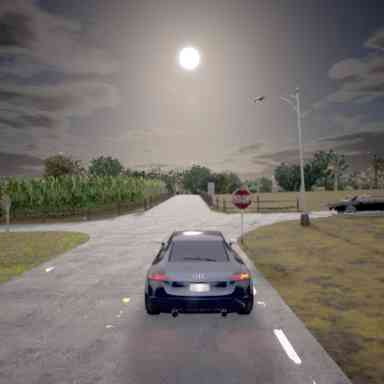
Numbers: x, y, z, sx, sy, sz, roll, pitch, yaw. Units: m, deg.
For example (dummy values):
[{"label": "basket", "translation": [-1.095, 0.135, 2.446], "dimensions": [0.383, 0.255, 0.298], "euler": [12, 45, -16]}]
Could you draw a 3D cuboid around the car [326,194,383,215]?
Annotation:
[{"label": "car", "translation": [11.877, 0.820, 22.821], "dimensions": [4.718, 1.301, 1.895], "euler": [-3, -1, 1]}]

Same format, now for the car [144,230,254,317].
[{"label": "car", "translation": [0.116, 1.552, 7.542], "dimensions": [1.994, 1.385, 4.181], "euler": [0, 0, 0]}]
